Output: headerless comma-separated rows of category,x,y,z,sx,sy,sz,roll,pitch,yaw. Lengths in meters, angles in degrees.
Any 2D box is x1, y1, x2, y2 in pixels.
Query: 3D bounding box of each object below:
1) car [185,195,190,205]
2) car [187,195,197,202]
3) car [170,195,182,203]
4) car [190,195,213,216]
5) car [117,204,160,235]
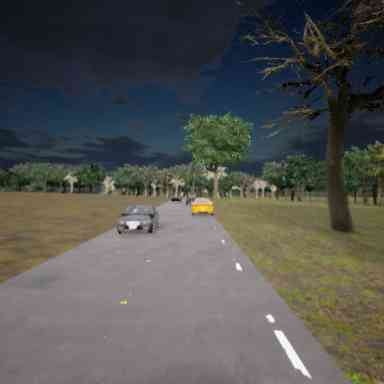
car,-0.018,1.201,49.779,1.837,1.490,4.892,0,1,0
car,-0.024,1.212,65.085,1.895,1.301,4.718,0,0,0
car,-2.803,1.233,59.661,1.895,1.301,4.718,0,0,1
car,0.950,1.320,31.148,1.882,1.535,5.008,0,0,0
car,-2.856,1.414,18.504,2.128,1.511,4.902,0,0,0
